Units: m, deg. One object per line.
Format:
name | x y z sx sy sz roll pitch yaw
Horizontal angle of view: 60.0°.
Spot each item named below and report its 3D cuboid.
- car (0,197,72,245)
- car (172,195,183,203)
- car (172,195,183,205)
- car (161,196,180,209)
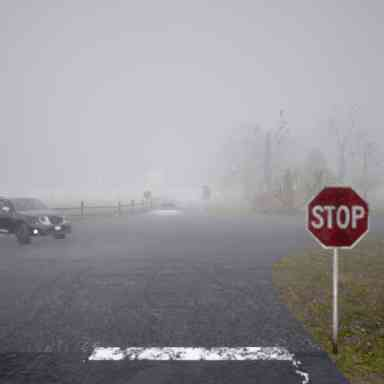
car | -8.257 1.253 15.814 5.566 2.045 2.150 -1 -2 28
car | -2.913 1.461 69.601 2.128 1.511 4.902 0 0 0
car | -2.989 1.308 58.952 2.097 1.767 4.553 0 0 0
car | -3.020 1.578 43.879 1.895 1.301 4.718 0 0 0
